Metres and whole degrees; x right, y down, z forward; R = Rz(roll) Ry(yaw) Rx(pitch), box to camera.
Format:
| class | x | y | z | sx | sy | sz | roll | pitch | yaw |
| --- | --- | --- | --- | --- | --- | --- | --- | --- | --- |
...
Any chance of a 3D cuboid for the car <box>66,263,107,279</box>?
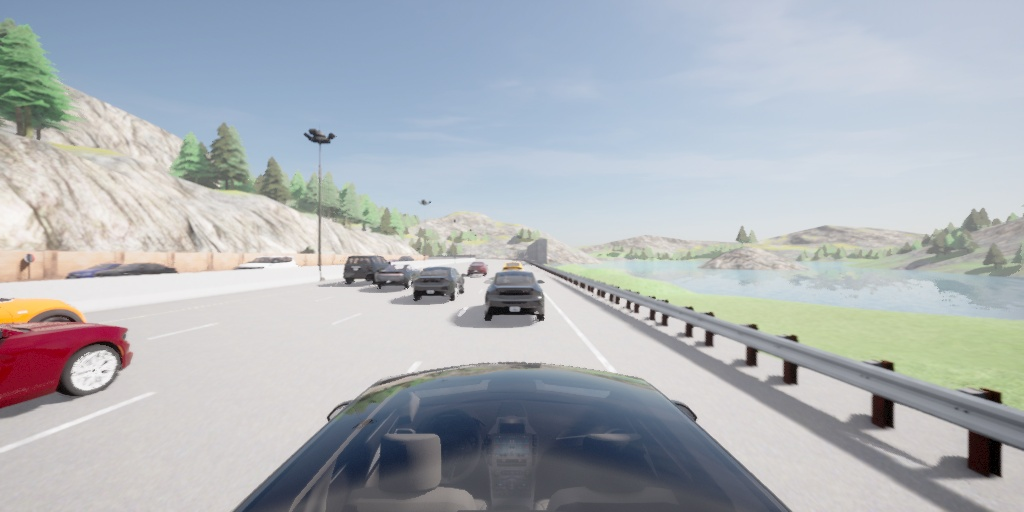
| class | x | y | z | sx | sy | sz | roll | pitch | yaw |
| --- | --- | --- | --- | --- | --- | --- | --- | --- | --- |
| car | -10.426 | 1.106 | 5.967 | 2.097 | 1.767 | 4.553 | 0 | 0 | 0 |

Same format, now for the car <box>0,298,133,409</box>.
| class | x | y | z | sx | sy | sz | roll | pitch | yaw |
| --- | --- | --- | --- | --- | --- | --- | --- | --- | --- |
| car | -6.929 | 1.230 | 3.551 | 1.882 | 1.535 | 5.008 | 0 | 0 | 0 |

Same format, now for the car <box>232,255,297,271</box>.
| class | x | y | z | sx | sy | sz | roll | pitch | yaw |
| --- | --- | --- | --- | --- | --- | --- | --- | --- | --- |
| car | -21.128 | 0.979 | 31.217 | 2.150 | 2.045 | 5.566 | 0 | 0 | 0 |

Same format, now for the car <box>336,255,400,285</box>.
| class | x | y | z | sx | sy | sz | roll | pitch | yaw |
| --- | --- | --- | --- | --- | --- | --- | --- | --- | --- |
| car | -10.425 | 0.977 | 26.600 | 2.150 | 2.045 | 5.566 | 0 | 0 | 0 |

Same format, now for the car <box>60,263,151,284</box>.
| class | x | y | z | sx | sy | sz | roll | pitch | yaw |
| --- | --- | --- | --- | --- | --- | --- | --- | --- | --- |
| car | -31.622 | 1.290 | 28.145 | 1.812 | 1.442 | 4.674 | 0 | 0 | 0 |

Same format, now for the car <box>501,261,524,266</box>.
| class | x | y | z | sx | sy | sz | roll | pitch | yaw |
| --- | --- | --- | --- | --- | --- | --- | --- | --- | --- |
| car | 0.068 | 1.230 | 32.363 | 1.882 | 1.535 | 5.008 | 0 | 0 | 0 |

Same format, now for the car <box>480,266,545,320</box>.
| class | x | y | z | sx | sy | sz | roll | pitch | yaw |
| --- | --- | --- | --- | --- | --- | --- | --- | --- | --- |
| car | 0.083 | 1.256 | 12.558 | 1.837 | 1.490 | 4.892 | 0 | 0 | 0 |

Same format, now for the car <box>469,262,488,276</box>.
| class | x | y | z | sx | sy | sz | roll | pitch | yaw |
| --- | --- | --- | --- | --- | --- | --- | --- | --- | --- |
| car | -3.436 | 1.279 | 36.519 | 1.812 | 1.442 | 4.674 | 0 | 0 | 0 |

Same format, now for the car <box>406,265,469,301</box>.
| class | x | y | z | sx | sy | sz | roll | pitch | yaw |
| --- | --- | --- | --- | --- | --- | --- | --- | --- | --- |
| car | -3.418 | 1.257 | 17.462 | 1.837 | 1.490 | 4.892 | 0 | 0 | 0 |

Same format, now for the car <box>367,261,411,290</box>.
| class | x | y | z | sx | sy | sz | roll | pitch | yaw |
| --- | --- | --- | --- | --- | --- | --- | --- | --- | --- |
| car | -6.922 | 1.246 | 22.560 | 2.128 | 1.511 | 4.902 | 0 | 0 | 0 |

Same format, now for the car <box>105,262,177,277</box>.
| class | x | y | z | sx | sy | sz | roll | pitch | yaw |
| --- | --- | --- | --- | --- | --- | --- | --- | --- | --- |
| car | -28.124 | 1.240 | 26.985 | 1.882 | 1.535 | 5.008 | 0 | 0 | 0 |
